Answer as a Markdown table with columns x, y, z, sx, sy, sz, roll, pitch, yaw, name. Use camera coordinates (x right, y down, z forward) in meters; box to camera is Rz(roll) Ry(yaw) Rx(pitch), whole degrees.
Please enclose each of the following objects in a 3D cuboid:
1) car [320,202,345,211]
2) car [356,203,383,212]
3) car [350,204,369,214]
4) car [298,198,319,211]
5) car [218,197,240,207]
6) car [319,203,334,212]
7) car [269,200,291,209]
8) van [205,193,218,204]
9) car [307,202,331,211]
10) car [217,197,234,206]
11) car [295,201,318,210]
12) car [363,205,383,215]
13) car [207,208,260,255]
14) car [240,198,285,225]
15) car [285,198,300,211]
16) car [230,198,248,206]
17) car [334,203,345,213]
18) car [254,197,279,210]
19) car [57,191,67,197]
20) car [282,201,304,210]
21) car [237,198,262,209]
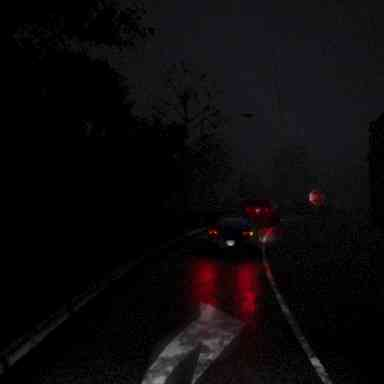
| x | y | z | sx | sy | sz | roll | pitch | yaw | name |
| --- | --- | --- | --- | --- | --- | --- | --- | --- | --- |
| 28.360 | 2.948 | 67.400 | 2.231 | 1.521 | 4.892 | 3 | -1 | -10 | car |
| 36.501 | 3.258 | 68.609 | 1.946 | 1.575 | 5.366 | 2 | 0 | -10 | car |
| 27.879 | 2.681 | 54.023 | 2.185 | 1.767 | 4.553 | 3 | -1 | -10 | car |
| 16.902 | 1.967 | 52.208 | 2.435 | 2.045 | 5.566 | 4 | -1 | -10 | car |
| 5.935 | 1.512 | 50.274 | 2.163 | 1.488 | 4.792 | 4 | -1 | -10 | car |
| 19.638 | 2.382 | 52.639 | 2.231 | 1.521 | 4.892 | 3 | -1 | -10 | car |
| 17.345 | 2.395 | 65.712 | 1.946 | 1.575 | 5.366 | 4 | -1 | -10 | car |
| 3.683 | 1.273 | 63.061 | 1.878 | 1.987 | 4.442 | 4 | 0 | -10 | van |
| 25.486 | 2.818 | 66.909 | 2.097 | 1.535 | 5.008 | 3 | -1 | -10 | car |
| 6.272 | 1.719 | 63.634 | 2.002 | 1.452 | 4.674 | 4 | -1 | -10 | car |
| 22.739 | 2.685 | 66.440 | 2.097 | 1.535 | 5.008 | 3 | -1 | -10 | car |
| 30.617 | 2.959 | 54.492 | 2.163 | 1.488 | 4.792 | 2 | 0 | -10 | car |
| 1.766 | 1.588 | 13.671 | 1.812 | 1.442 | 4.674 | 0 | -1 | 12 | car |
| 5.697 | 1.476 | 26.341 | 2.150 | 2.045 | 5.566 | 0 | -1 | 22 | car |
| 14.145 | 2.044 | 51.702 | 2.097 | 1.535 | 5.008 | 4 | -1 | -10 | car |
| 9.011 | 1.908 | 64.102 | 2.002 | 1.452 | 4.674 | 4 | -1 | -10 | car |
| 22.376 | 2.564 | 53.084 | 2.163 | 1.488 | 4.792 | 3 | -1 | -10 | car |
| 11.413 | 1.737 | 51.272 | 2.185 | 1.767 | 4.553 | 4 | -1 | -10 | car |
| -22.989 | 0.231 | 58.335 | 2.097 | 1.535 | 5.008 | 4 | -1 | -10 | car |
| 19.994 | 2.573 | 65.946 | 2.163 | 1.488 | 4.792 | 3 | -1 | -10 | car |
| 8.663 | 1.702 | 50.800 | 2.163 | 1.488 | 4.792 | 4 | -1 | -10 | car |
